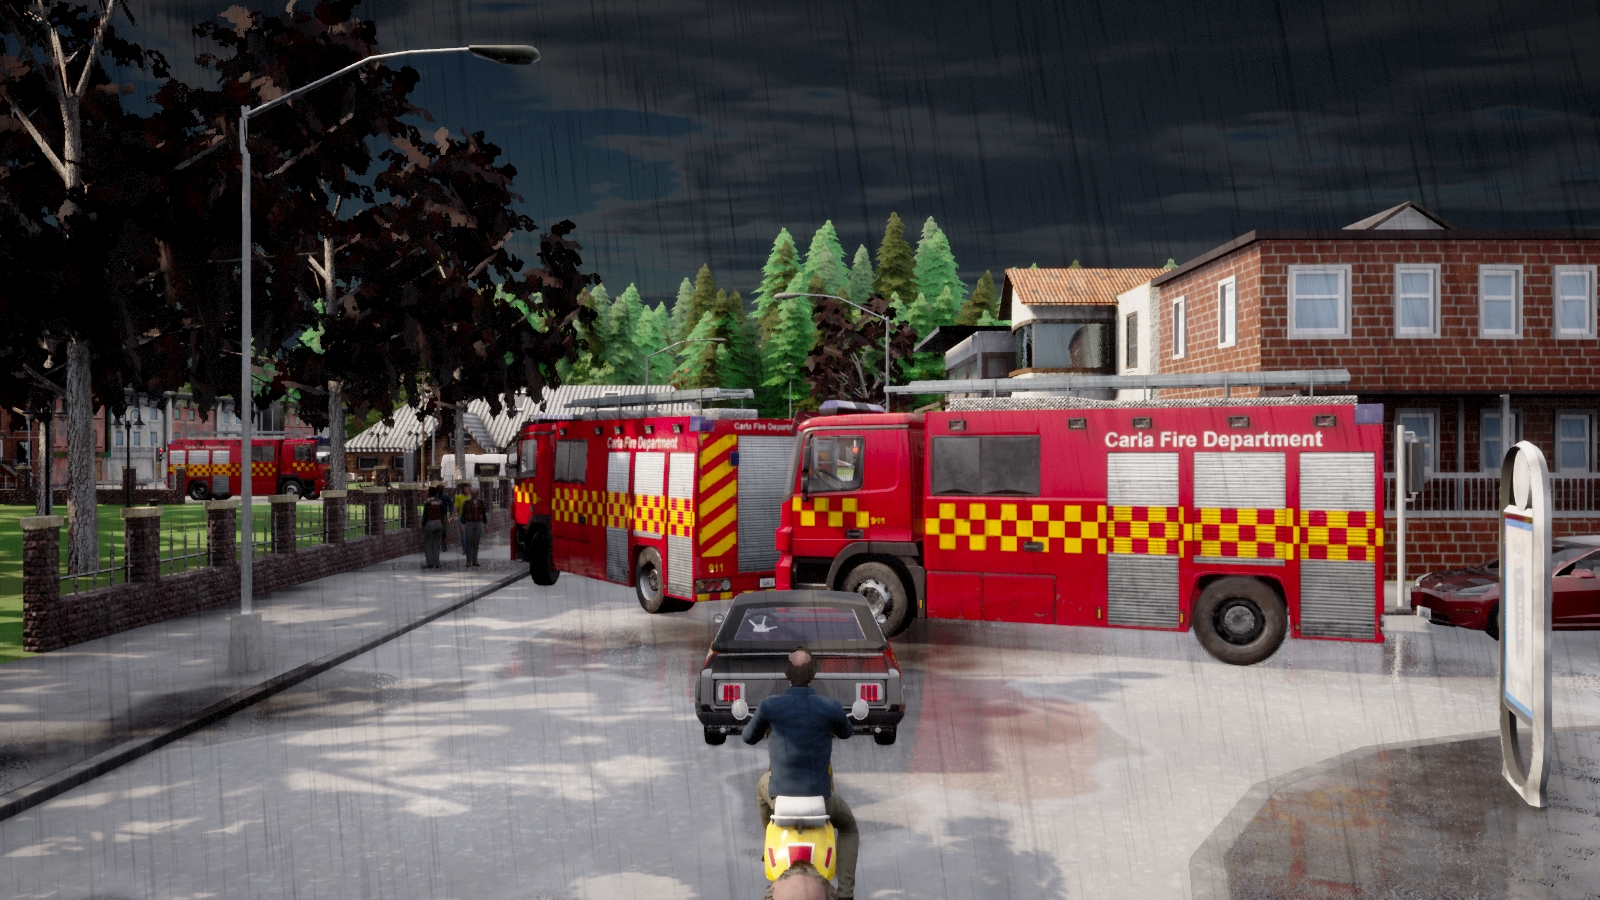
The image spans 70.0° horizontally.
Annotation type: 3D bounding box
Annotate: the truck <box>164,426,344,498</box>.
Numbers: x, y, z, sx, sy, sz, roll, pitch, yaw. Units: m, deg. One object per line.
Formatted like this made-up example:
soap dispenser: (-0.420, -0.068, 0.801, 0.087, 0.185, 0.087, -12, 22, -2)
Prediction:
truck: (-29.853, 0.645, 62.699, 8.468, 3.827, 2.891, 0, 0, 1)

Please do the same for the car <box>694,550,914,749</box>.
car: (0.033, 1.930, 12.217, 1.895, 1.301, 4.718, 0, 0, 0)

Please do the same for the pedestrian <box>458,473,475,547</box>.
pedestrian: (-8.489, 1.514, 29.087, 0.375, 1.860, 0.375, 0, 0, -21)

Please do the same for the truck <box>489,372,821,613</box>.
truck: (-3.231, 0.662, 22.435, 2.891, 3.827, 8.468, 0, 0, -34)

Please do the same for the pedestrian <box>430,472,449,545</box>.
pedestrian: (-9.349, 1.512, 29.668, 0.375, 1.860, 0.375, 0, 0, 1)

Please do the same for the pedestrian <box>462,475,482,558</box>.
pedestrian: (-7.486, 1.514, 26.081, 0.375, 1.860, 0.375, 0, 0, -29)

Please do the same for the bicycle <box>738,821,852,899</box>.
bicycle: (-0.015, 1.938, 3.086, 0.329, 1.271, 1.835, 0, 0, 0)

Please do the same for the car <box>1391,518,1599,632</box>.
car: (11.896, 1.835, 17.293, 4.792, 1.488, 2.163, 0, 0, 0)

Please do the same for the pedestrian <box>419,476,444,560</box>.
pedestrian: (-8.236, 1.514, 25.542, 0.375, 1.860, 0.375, 0, 0, 40)

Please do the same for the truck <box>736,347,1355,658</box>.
truck: (3.494, 0.662, 17.032, 8.468, 3.827, 2.891, 0, 0, 23)

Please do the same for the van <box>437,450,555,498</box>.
van: (-16.613, 1.289, 62.612, 5.915, 2.561, 1.988, 0, 0, 0)
